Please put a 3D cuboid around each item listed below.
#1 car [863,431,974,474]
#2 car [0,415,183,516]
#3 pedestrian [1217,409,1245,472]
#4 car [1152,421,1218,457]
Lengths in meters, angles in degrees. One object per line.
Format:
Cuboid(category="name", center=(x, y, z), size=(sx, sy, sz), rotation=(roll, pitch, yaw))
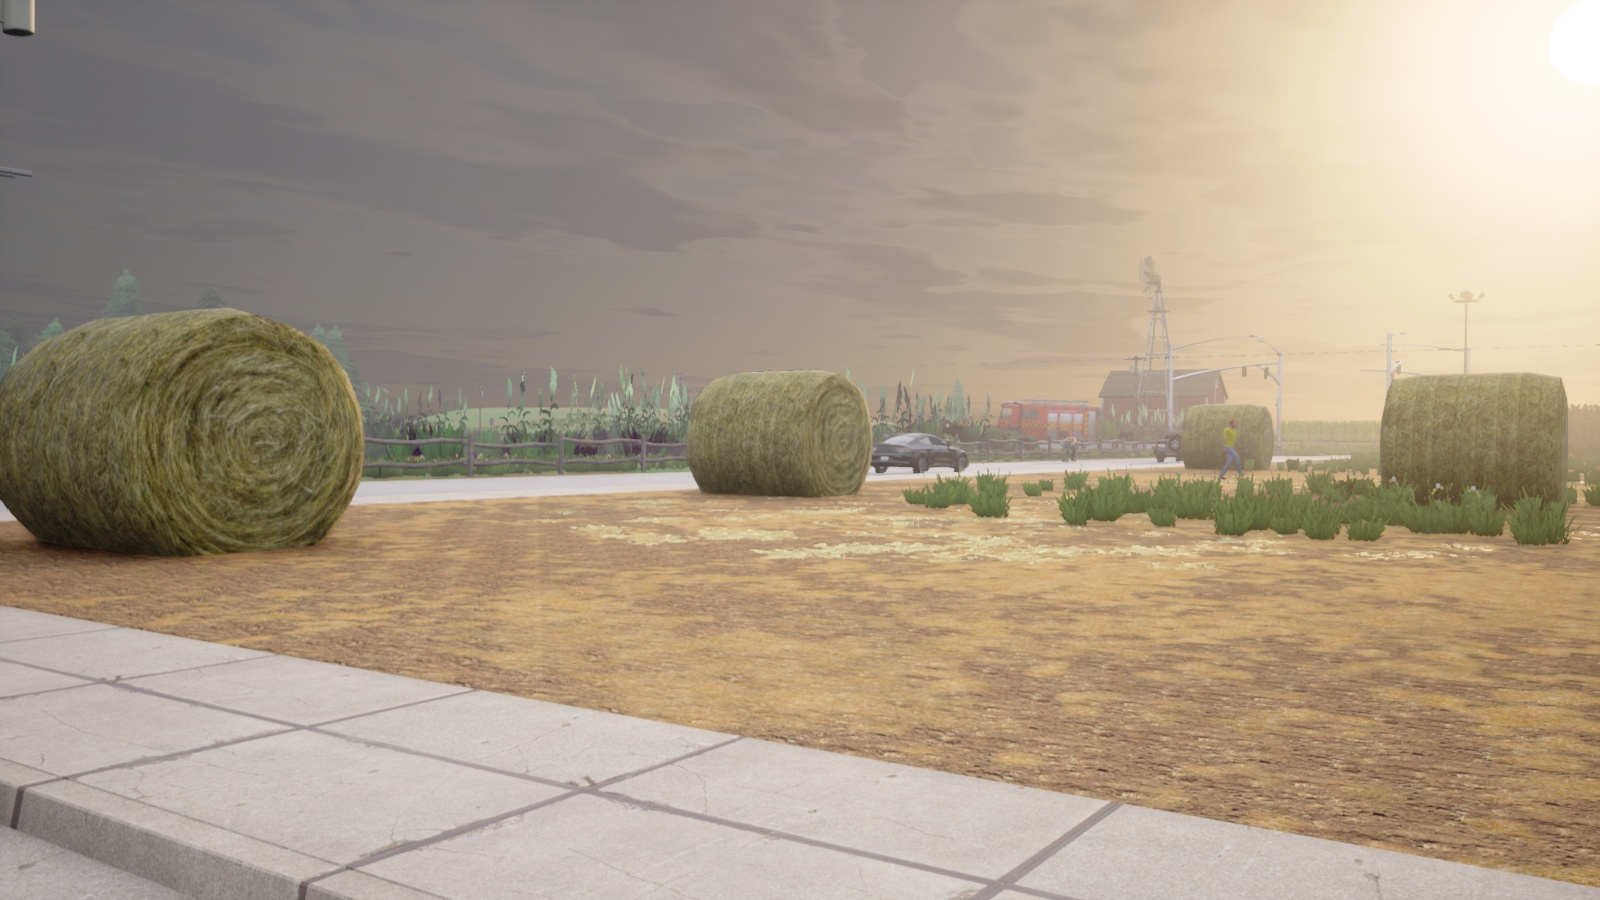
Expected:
Cuboid(category="car", center=(4.308, 0.046, 45.068), size=(1.812, 1.442, 4.674), rotation=(0, 1, 36))
Cuboid(category="car", center=(-14.756, 0.256, 25.099), size=(1.905, 1.878, 3.866), rotation=(0, 1, 36))
Cuboid(category="pedestrian", center=(12.664, -0.287, 36.907), size=(0.354, 1.836, 0.706), rotation=(-1, 1, -44))
Cuboid(category="car", center=(20.648, -0.613, 67.240), size=(1.932, 1.855, 4.605), rotation=(0, 1, 36))
